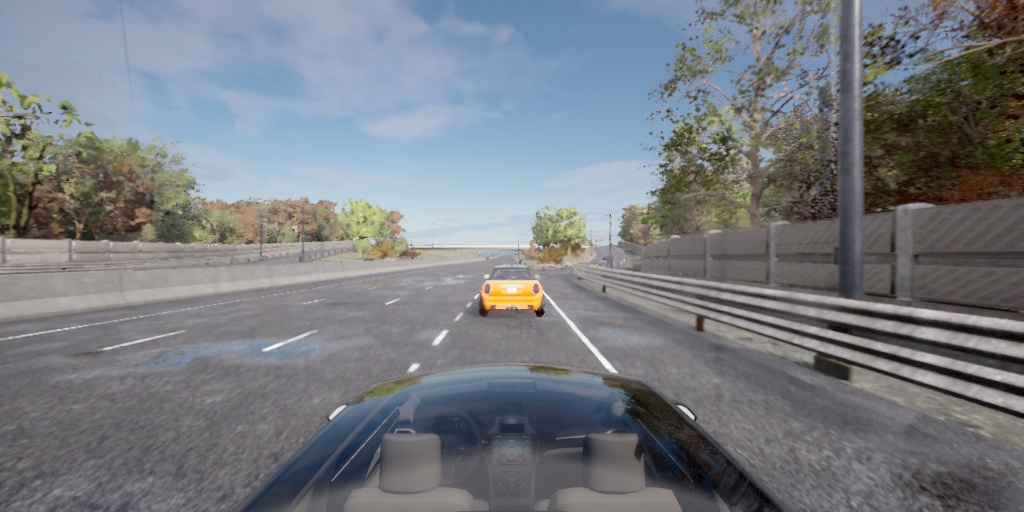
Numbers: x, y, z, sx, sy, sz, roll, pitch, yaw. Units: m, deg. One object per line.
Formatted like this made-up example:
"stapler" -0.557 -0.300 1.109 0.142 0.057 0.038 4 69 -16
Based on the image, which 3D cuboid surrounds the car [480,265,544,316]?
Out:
"car" -0.001 1.112 13.585 2.097 1.767 4.553 0 0 0
